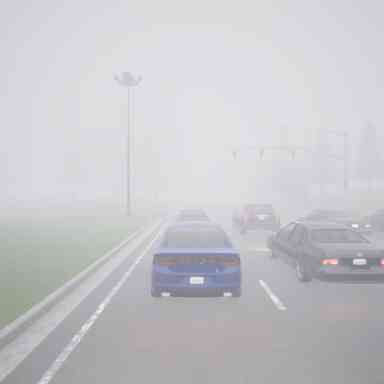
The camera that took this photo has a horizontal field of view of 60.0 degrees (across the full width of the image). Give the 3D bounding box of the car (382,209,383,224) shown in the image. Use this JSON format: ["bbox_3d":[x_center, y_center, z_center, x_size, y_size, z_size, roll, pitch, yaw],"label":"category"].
[{"bbox_3d":[10.537,1.547,17.081,2.033,1.411,5.357,0,0,2],"label":"car"}]

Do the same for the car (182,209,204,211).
[{"bbox_3d":[0.068,1.564,17.382,1.994,1.385,4.181,0,0,0],"label":"car"}]

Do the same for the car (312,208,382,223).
[{"bbox_3d":[7.101,1.547,17.221,2.033,1.411,5.357,0,0,-3],"label":"car"}]

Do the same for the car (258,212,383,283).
[{"bbox_3d":[3.581,1.547,9.656,2.033,1.411,5.357,0,0,0],"label":"car"}]

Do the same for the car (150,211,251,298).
[{"bbox_3d":[0.086,1.478,8.596,1.882,1.535,5.008,0,0,0],"label":"car"}]

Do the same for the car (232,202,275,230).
[{"bbox_3d":[3.567,1.352,19.122,2.097,1.767,4.553,0,0,0],"label":"car"}]
